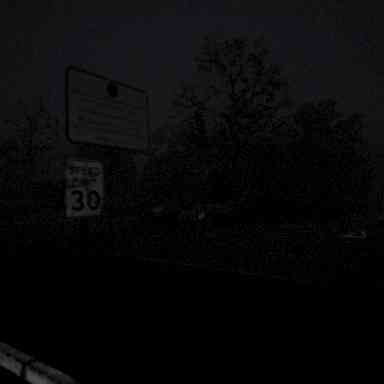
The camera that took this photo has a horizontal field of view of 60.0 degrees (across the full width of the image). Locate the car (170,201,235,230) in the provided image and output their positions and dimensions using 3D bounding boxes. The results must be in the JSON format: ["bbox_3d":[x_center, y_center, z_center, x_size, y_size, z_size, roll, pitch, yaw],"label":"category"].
[{"bbox_3d":[0.986,1.450,21.901,2.185,1.767,4.553,-1,0,35],"label":"car"}]

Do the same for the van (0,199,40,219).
[{"bbox_3d":[-18.717,1.756,35.547,1.878,1.987,4.442,-2,-1,35],"label":"van"}]

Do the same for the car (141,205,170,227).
[{"bbox_3d":[-1.635,1.652,23.682,2.002,1.452,4.674,-1,0,35],"label":"car"}]
